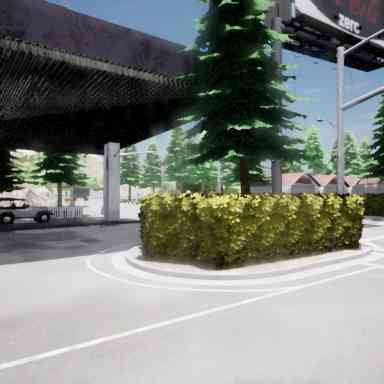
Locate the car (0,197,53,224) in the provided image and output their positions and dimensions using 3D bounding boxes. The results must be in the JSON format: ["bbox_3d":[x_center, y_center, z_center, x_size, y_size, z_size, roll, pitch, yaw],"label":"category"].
[{"bbox_3d":[-12.000,1.313,23.459,3.866,1.878,1.905,0,0,-36],"label":"car"}]
